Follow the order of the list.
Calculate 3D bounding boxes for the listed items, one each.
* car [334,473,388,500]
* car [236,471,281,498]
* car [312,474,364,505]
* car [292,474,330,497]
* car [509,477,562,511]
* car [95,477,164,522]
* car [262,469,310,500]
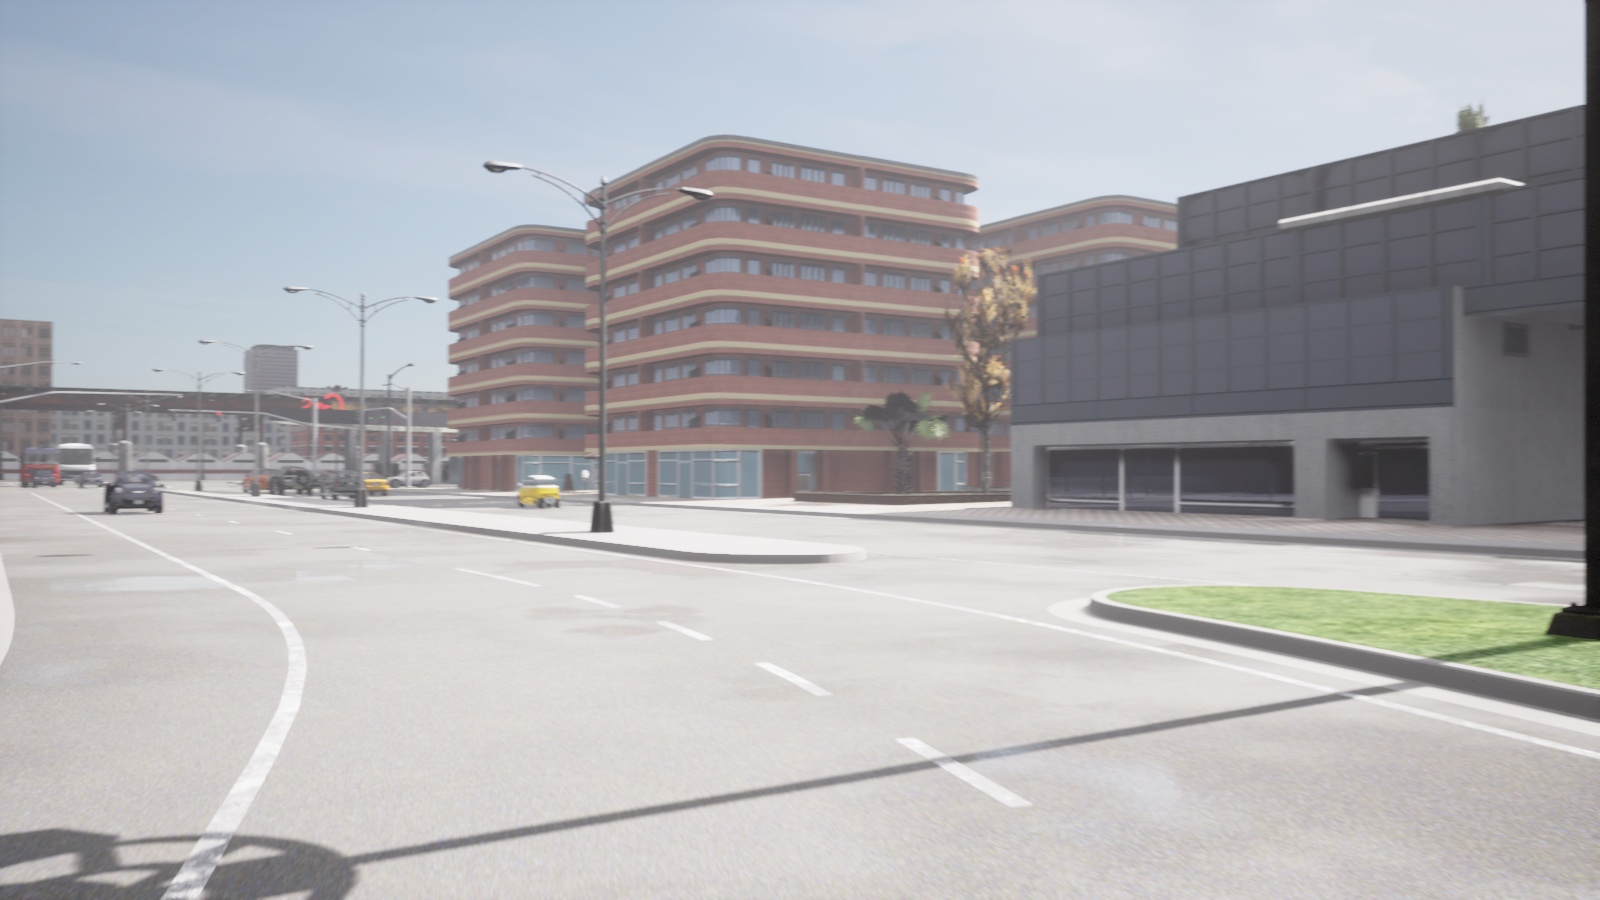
[{"bbox_3d":[-26.701,2.197,76.263,1.801,1.575,5.366,0,-1,-33],"label":"car"},{"bbox_3d":[-36.760,2.329,85.177,2.097,1.767,4.553,0,-1,-33],"label":"car"},{"bbox_3d":[-24.547,2.063,66.621,1.789,1.549,3.705,0,-1,-33],"label":"car"},{"bbox_3d":[-33.916,2.463,87.021,1.789,1.549,3.705,0,-1,-31],"label":"car"},{"bbox_3d":[-11.086,1.820,52.531,1.481,1.376,2.207,0,-1,-33],"label":"car"},{"bbox_3d":[-23.936,1.727,44.775,1.845,1.501,3.633,0,-1,-33],"label":"car"},{"bbox_3d":[-31.828,2.131,77.686,1.932,1.855,4.605,0,-1,-33],"label":"car"}]
